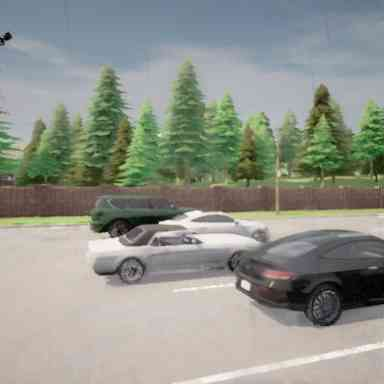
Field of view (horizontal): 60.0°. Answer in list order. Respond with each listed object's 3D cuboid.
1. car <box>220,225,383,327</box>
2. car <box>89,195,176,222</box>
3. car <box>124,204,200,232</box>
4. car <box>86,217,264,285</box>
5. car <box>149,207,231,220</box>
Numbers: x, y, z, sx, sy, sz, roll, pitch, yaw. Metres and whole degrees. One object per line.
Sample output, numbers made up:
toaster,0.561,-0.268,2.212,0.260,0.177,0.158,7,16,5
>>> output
car,3.132,1.493,6.715,4.674,1.442,1.812,0,0,-19
car,-2.056,1.152,16.019,5.566,2.045,2.150,0,0,-19
car,-1.809,1.477,19.806,4.181,1.385,1.994,0,0,-19
car,-0.434,1.560,9.176,4.718,1.301,1.895,0,0,-19
car,0.858,1.465,13.336,4.674,1.442,1.812,0,0,-19
